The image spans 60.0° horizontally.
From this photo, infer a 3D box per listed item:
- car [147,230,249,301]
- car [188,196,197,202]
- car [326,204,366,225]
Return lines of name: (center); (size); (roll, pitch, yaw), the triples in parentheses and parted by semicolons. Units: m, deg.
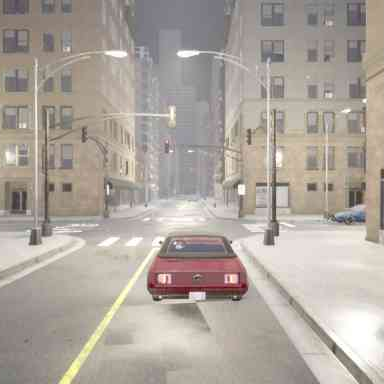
car: (0.093, 1.601, 8.261); (1.895, 1.301, 4.718); (0, 0, 0)
car: (0.098, 1.567, 75.174); (1.895, 1.301, 4.718); (0, 0, 0)
car: (12.198, 1.512, 22.852); (5.357, 1.411, 2.033); (0, 0, 3)
